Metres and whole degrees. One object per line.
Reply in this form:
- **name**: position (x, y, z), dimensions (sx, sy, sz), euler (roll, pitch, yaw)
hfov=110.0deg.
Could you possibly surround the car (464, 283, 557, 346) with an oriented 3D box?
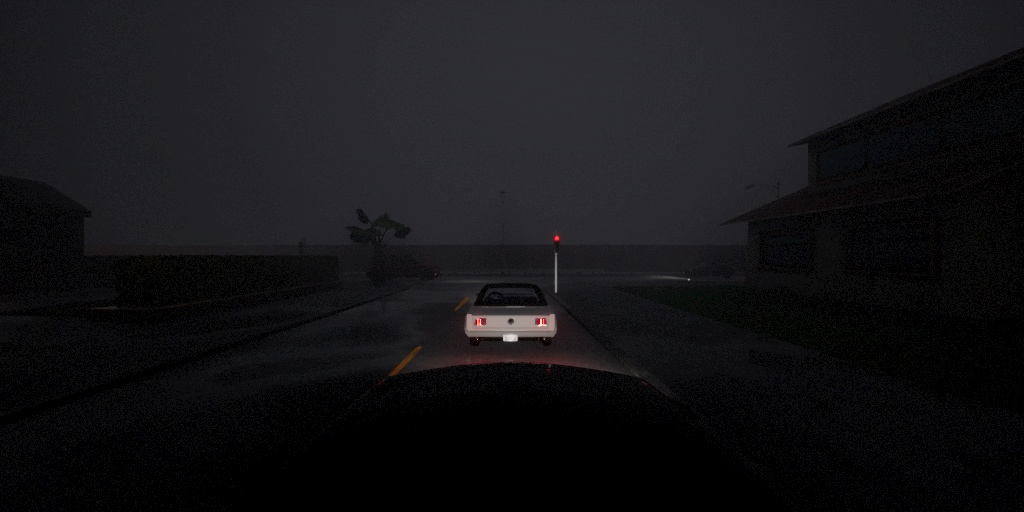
- **car**: position (-0.026, 1.351, 9.400), dimensions (1.895, 1.301, 4.718), euler (0, 0, 0)

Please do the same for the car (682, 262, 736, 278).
- **car**: position (18.248, 1.276, 33.291), dimensions (4.674, 1.442, 1.812), euler (0, 0, -1)

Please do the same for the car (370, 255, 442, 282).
- **car**: position (-8.470, 0.972, 28.838), dimensions (5.566, 2.045, 2.150), euler (0, 0, -1)
